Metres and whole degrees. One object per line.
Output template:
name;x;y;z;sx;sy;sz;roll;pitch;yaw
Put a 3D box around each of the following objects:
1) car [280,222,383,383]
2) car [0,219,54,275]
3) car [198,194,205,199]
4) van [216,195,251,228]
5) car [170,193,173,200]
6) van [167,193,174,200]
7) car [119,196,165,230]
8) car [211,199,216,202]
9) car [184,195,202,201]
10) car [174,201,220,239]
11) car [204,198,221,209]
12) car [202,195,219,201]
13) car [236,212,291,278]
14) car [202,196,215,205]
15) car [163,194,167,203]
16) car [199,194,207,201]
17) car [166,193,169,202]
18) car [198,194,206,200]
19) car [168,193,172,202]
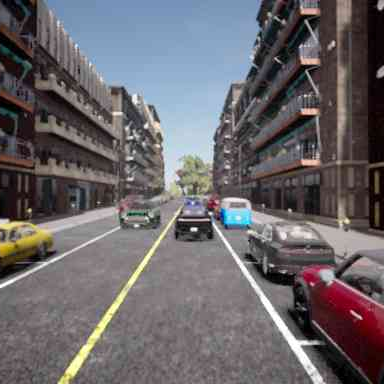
car;2.702;1.431;4.188;1.967;1.590;4.097;1;0;0
car;-5.681;1.504;9.718;1.752;1.417;4.829;1;0;0
car;2.683;1.393;94.777;1.947;1.339;4.313;1;0;0
van;2.698;1.296;21.173;1.690;1.788;3.998;1;0;0
car;-5.697;1.302;72.166;1.967;1.590;4.097;1;0;0
van;-5.700;1.177;89.150;1.690;1.788;3.998;1;0;0
car;-3.104;1.307;20.890;2.097;1.767;4.553;0;0;0
car;2.693;1.526;26.835;1.802;1.307;4.206;1;0;0
car;0.088;1.272;39.326;2.097;1.767;4.553;0;0;0
car;0.090;1.455;17.195;2.128;1.511;4.902;0;0;0
car;2.689;1.478;43.820;1.947;1.339;4.313;1;0;0
car;2.694;1.238;38.158;2.192;1.841;5.009;1;0;0
car;2.699;1.529;9.850;2.008;1.369;4.403;1;0;0
car;2.687;1.442;55.144;2.008;1.369;4.403;1;0;0
car;-5.694;1.442;55.180;2.008;1.369;4.403;1;0;0
car;2.680;1.369;83.623;1.752;1.417;4.829;1;0;0
car;-5.696;1.407;60.673;1.752;1.417;4.829;1;0;0
car;2.681;1.380;89.114;1.887;1.381;4.507;1;0;0
car;-5.697;1.416;66.504;1.887;1.381;4.507;1;0;0
